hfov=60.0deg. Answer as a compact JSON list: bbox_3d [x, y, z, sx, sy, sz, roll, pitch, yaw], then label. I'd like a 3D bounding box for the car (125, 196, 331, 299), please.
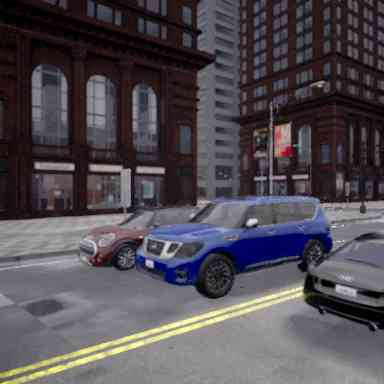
[{"bbox_3d":[1.354,1.143,8.646,5.566,2.045,2.150,-1,0,-36],"label":"car"}]

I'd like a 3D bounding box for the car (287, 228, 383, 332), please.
[{"bbox_3d":[4.019,1.474,6.316,4.181,1.385,1.994,-1,1,-35],"label":"car"}]

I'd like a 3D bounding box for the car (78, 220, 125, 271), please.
[{"bbox_3d":[-1.244,1.281,10.781,4.553,1.767,2.097,-1,1,-36],"label":"car"}]
